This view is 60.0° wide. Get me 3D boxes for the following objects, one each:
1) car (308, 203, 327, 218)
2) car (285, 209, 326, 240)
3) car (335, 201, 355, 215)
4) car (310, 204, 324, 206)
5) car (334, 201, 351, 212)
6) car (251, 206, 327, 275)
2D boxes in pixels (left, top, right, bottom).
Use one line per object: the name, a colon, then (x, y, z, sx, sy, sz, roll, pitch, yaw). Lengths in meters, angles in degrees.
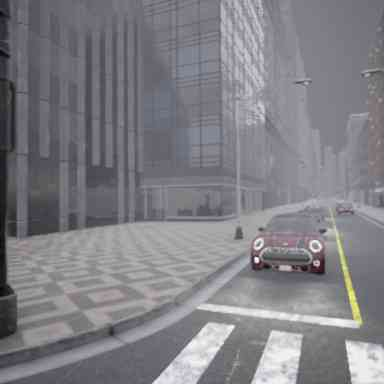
car: (14.508, 2.089, 38.387, 1.812, 1.442, 4.674, -1, -1, 23)
car: (7.014, 1.857, 20.112, 2.033, 1.411, 5.357, -1, -1, 22)
car: (19.246, 2.111, 41.638, 2.033, 1.411, 5.357, -1, -1, 22)
car: (10.745, 1.928, 29.243, 2.128, 1.511, 4.902, -1, -1, 22)
car: (23.092, 2.189, 51.091, 2.128, 1.511, 4.902, -1, -1, 22)
car: (3.404, 1.536, 11.260, 2.097, 1.767, 4.553, -1, -1, 22)
